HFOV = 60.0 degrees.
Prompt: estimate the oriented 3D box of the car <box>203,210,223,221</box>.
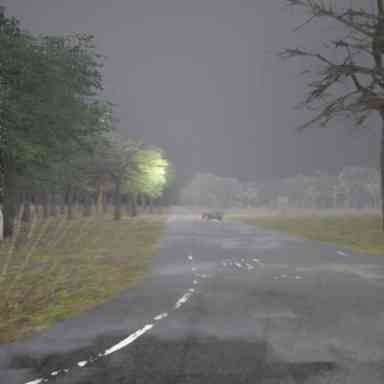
[{"bbox_3d":[3.313,3.405,48.558,2.128,1.511,4.902,1,-3,-3],"label":"car"}]
